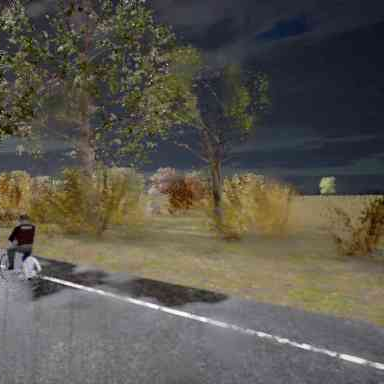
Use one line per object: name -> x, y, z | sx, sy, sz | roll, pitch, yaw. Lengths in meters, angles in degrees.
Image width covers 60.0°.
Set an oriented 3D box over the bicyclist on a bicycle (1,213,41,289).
bicyclist on a bicycle -> -4.185, 1.384, 8.039 | 1.843, 1.776, 0.659 | 0, 0, 35
